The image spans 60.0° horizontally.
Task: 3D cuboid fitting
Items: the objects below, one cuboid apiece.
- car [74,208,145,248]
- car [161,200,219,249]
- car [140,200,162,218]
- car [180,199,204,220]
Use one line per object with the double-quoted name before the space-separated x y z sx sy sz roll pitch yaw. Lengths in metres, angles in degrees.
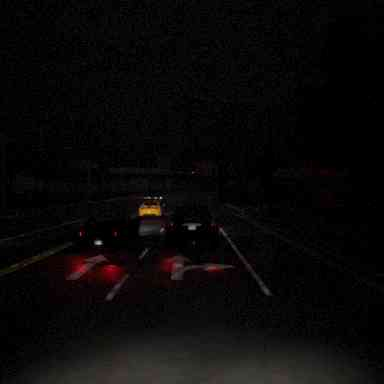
"car" -3.500 1.615 14.680 1.895 1.301 4.718 0 0 0
"car" 0.000 1.365 14.620 2.097 1.767 4.553 0 0 0
"car" -3.500 1.484 29.650 1.882 1.535 5.008 0 0 0
"car" 0.000 1.484 29.650 1.882 1.535 5.008 0 0 0
